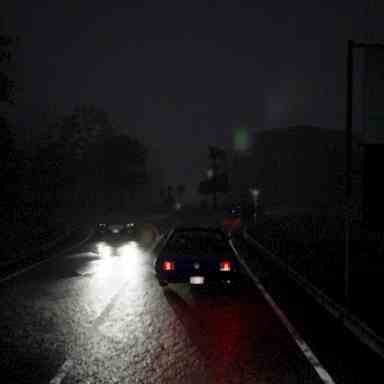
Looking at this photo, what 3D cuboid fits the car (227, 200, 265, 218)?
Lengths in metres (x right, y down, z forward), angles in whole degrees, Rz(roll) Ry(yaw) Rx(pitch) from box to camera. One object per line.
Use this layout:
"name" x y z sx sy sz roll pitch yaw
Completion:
"car" 5.126 1.472 31.057 2.128 1.511 4.902 1 2 38

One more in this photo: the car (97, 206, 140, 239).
"car" -3.837 1.530 17.660 2.128 1.511 4.902 0 0 -9

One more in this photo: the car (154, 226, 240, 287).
"car" 0.154 1.622 9.374 1.895 1.301 4.718 0 0 1
